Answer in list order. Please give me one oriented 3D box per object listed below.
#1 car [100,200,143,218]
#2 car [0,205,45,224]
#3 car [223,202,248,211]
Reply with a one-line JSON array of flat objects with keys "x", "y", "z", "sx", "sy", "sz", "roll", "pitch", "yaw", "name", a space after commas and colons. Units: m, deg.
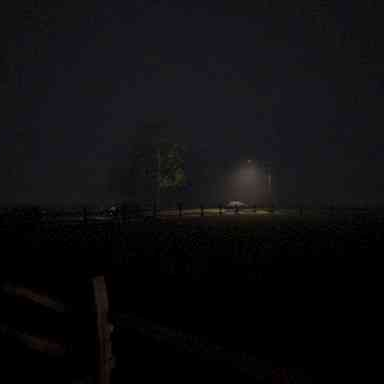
[{"x": -7.325, "y": 1.710, "z": 34.895, "sx": 2.097, "sy": 1.767, "sz": 4.553, "roll": 0, "pitch": -1, "yaw": 38, "name": "car"}, {"x": -13.920, "y": 1.759, "z": 26.401, "sx": 1.994, "sy": 1.385, "sz": 4.181, "roll": 0, "pitch": -1, "yaw": 37, "name": "car"}, {"x": 7.019, "y": 2.238, "z": 53.246, "sx": 2.033, "sy": 1.411, "sz": 5.357, "roll": 0, "pitch": -1, "yaw": 38, "name": "car"}]
